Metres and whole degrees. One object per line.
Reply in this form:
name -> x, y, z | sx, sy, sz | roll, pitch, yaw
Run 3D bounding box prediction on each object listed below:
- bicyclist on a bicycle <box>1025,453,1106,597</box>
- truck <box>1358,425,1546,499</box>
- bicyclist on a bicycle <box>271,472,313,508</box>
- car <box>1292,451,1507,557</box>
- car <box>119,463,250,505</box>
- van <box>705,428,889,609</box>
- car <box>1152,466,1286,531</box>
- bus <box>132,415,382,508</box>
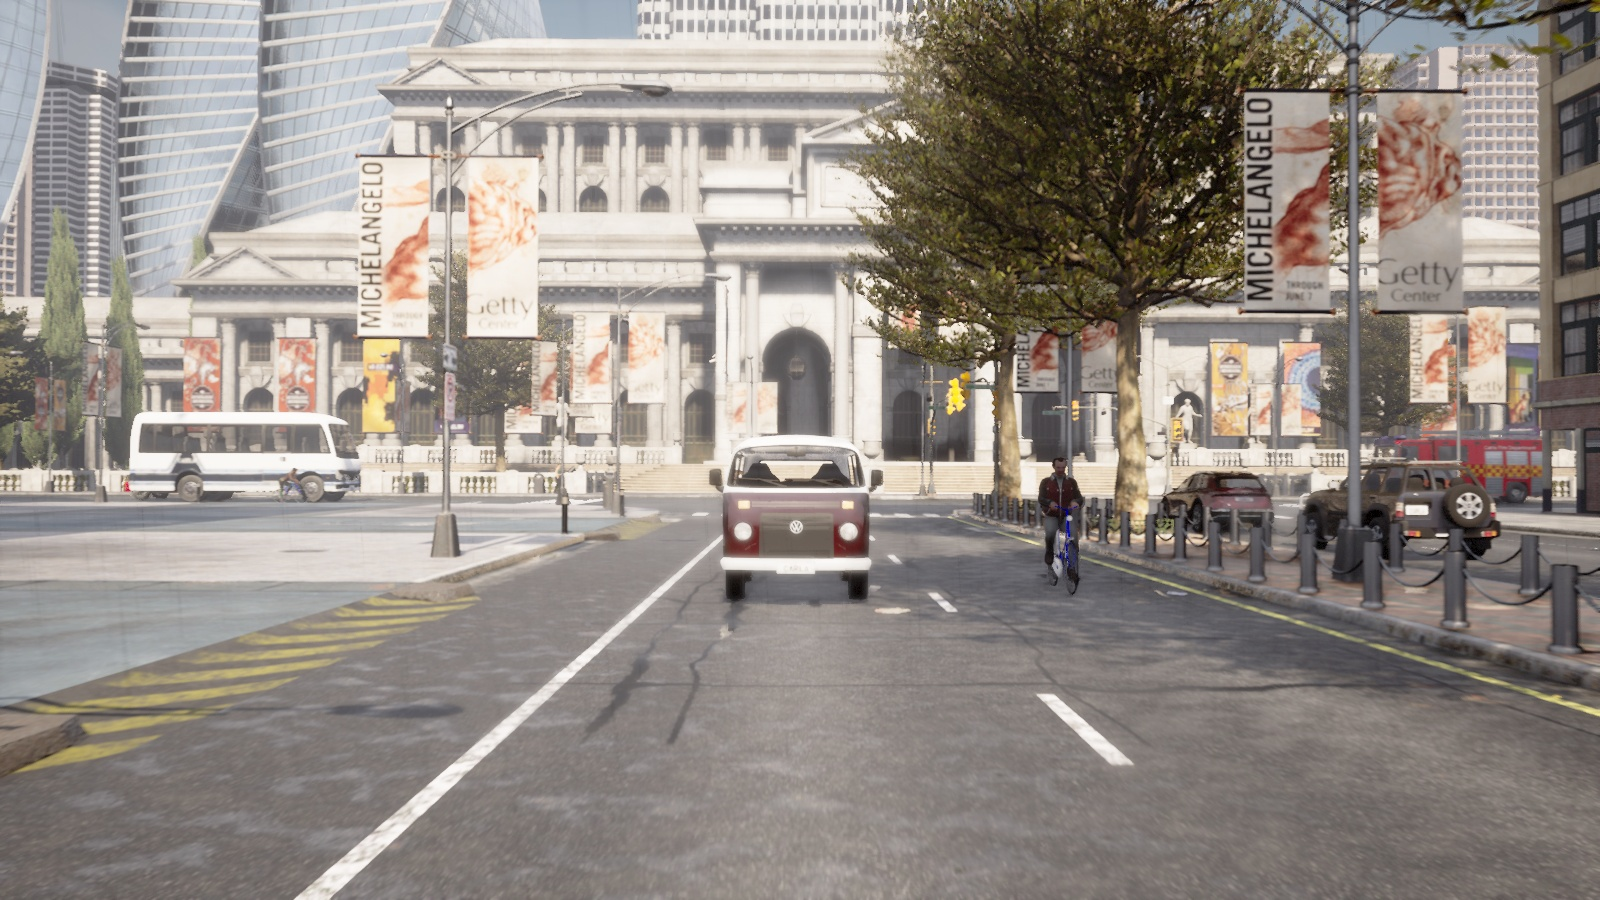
bicyclist on a bicycle -> 3.459, 0.947, 16.489 | 0.659, 1.776, 1.843 | 0, -1, 0
truck -> 34.743, 0.634, 67.111 | 8.468, 3.827, 2.891 | 0, -1, 0
bicyclist on a bicycle -> -22.919, 1.808, 56.678 | 1.656, 1.620, 0.582 | 0, -1, 0
car -> 11.441, 0.994, 24.382 | 1.932, 1.855, 4.605 | 0, -1, 0
car -> -31.142, 1.724, 63.659 | 5.566, 2.045, 2.150 | 0, -1, 0
van -> -0.042, 0.814, 16.433 | 2.069, 2.038, 4.480 | 0, -1, 0
car -> 11.367, 1.276, 34.445 | 2.033, 1.649, 4.856 | 0, -1, 0
bus -> -25.837, 0.549, 60.195 | 10.273, 4.253, 3.944 | 0, -1, 0
